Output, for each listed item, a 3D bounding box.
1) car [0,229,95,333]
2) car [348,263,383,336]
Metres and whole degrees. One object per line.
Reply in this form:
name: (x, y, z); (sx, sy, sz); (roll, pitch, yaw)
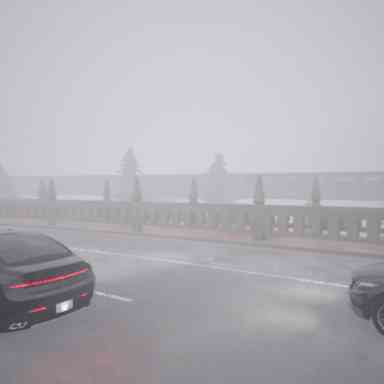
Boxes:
car: (-3.984, 1.473, 6.315); (4.892, 1.490, 1.837); (0, 0, 32)
car: (4.787, 1.500, 4.698); (4.674, 1.442, 1.812); (0, 0, 36)
